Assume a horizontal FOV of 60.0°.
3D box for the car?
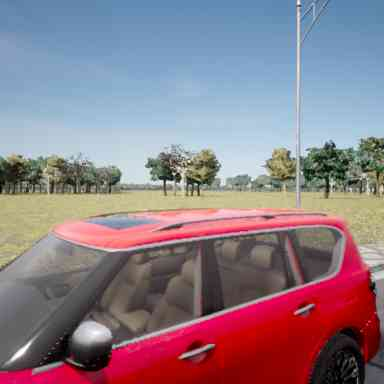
[{"bbox_3d":[-0.481,1.222,3.035,5.566,2.045,2.150,0,0,-36],"label":"car"}]
